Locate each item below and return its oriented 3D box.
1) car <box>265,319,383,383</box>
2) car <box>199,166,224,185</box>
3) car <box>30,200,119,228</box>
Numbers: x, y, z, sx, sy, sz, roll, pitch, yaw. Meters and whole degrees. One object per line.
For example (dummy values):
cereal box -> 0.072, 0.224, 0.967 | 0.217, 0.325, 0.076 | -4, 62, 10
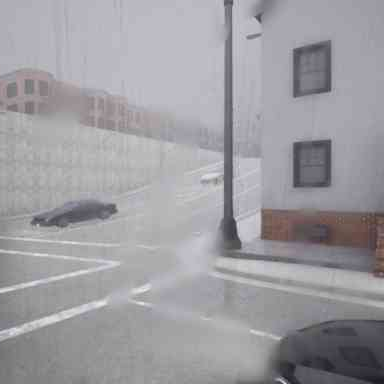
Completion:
car -> 2.752, 1.526, 2.008 | 4.674, 1.442, 1.812 | 0, 0, 36
car -> 2.528, -1.790, 34.181 | 1.812, 1.442, 4.674 | 0, 14, 35
car -> -7.035, 1.228, 20.564 | 2.033, 1.411, 5.357 | 0, 5, 35
